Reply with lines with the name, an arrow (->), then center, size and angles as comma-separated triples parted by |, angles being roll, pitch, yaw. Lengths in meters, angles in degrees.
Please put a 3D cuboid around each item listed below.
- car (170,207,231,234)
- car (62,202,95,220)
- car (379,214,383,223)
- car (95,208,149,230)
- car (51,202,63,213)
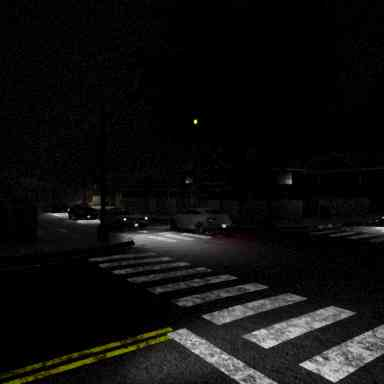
car -> 0.443, 1.653, 20.284 | 1.812, 1.442, 4.674 | 0, 0, -35
car -> -10.400, 1.788, 31.383 | 2.033, 1.411, 5.357 | 0, 0, -31
car -> 14.570, 1.511, 22.078 | 5.357, 1.411, 2.033 | 0, 0, -36
car -> -4.704, 1.769, 22.591 | 1.895, 1.301, 4.718 | 0, 0, -34
car -> -16.804, 1.929, 42.490 | 1.895, 1.301, 4.718 | 0, 0, -28
